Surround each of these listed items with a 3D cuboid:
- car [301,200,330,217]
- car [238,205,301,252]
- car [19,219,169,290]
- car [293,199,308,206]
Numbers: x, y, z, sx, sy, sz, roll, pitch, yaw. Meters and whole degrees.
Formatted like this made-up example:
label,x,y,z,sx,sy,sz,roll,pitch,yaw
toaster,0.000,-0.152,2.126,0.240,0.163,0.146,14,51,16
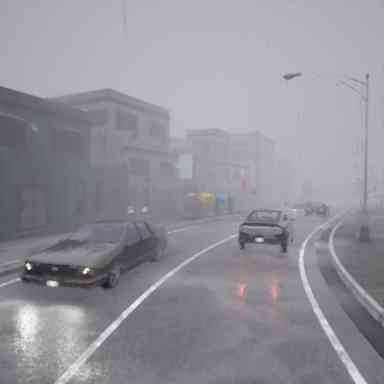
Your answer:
label,x,y,z,sx,sy,sz,roll,pitch,yaw
car,12.484,1.721,33.014,1.895,1.301,4.718,1,0,28
car,3.300,1.518,14.271,2.128,1.511,4.902,1,0,21
car,-2.225,1.507,9.424,2.033,1.411,5.357,1,0,14
car,15.447,1.667,46.311,2.033,1.411,5.357,1,0,29
